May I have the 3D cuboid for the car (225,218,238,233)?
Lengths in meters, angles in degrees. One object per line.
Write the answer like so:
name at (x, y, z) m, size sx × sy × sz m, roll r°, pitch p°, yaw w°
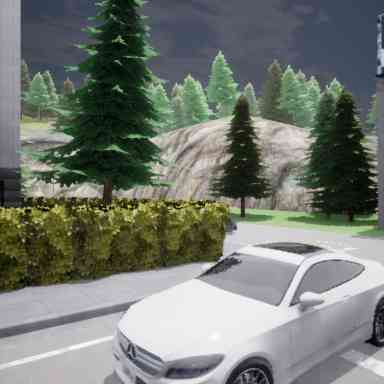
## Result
car at (0.698, 1.741, 19.953) m, size 1.994 × 1.385 × 4.181 m, roll 0°, pitch 0°, yaw -43°

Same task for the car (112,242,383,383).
car at (1.212, 1.516, 4.738) m, size 4.674 × 1.442 × 1.812 m, roll 0°, pitch 1°, yaw -38°
